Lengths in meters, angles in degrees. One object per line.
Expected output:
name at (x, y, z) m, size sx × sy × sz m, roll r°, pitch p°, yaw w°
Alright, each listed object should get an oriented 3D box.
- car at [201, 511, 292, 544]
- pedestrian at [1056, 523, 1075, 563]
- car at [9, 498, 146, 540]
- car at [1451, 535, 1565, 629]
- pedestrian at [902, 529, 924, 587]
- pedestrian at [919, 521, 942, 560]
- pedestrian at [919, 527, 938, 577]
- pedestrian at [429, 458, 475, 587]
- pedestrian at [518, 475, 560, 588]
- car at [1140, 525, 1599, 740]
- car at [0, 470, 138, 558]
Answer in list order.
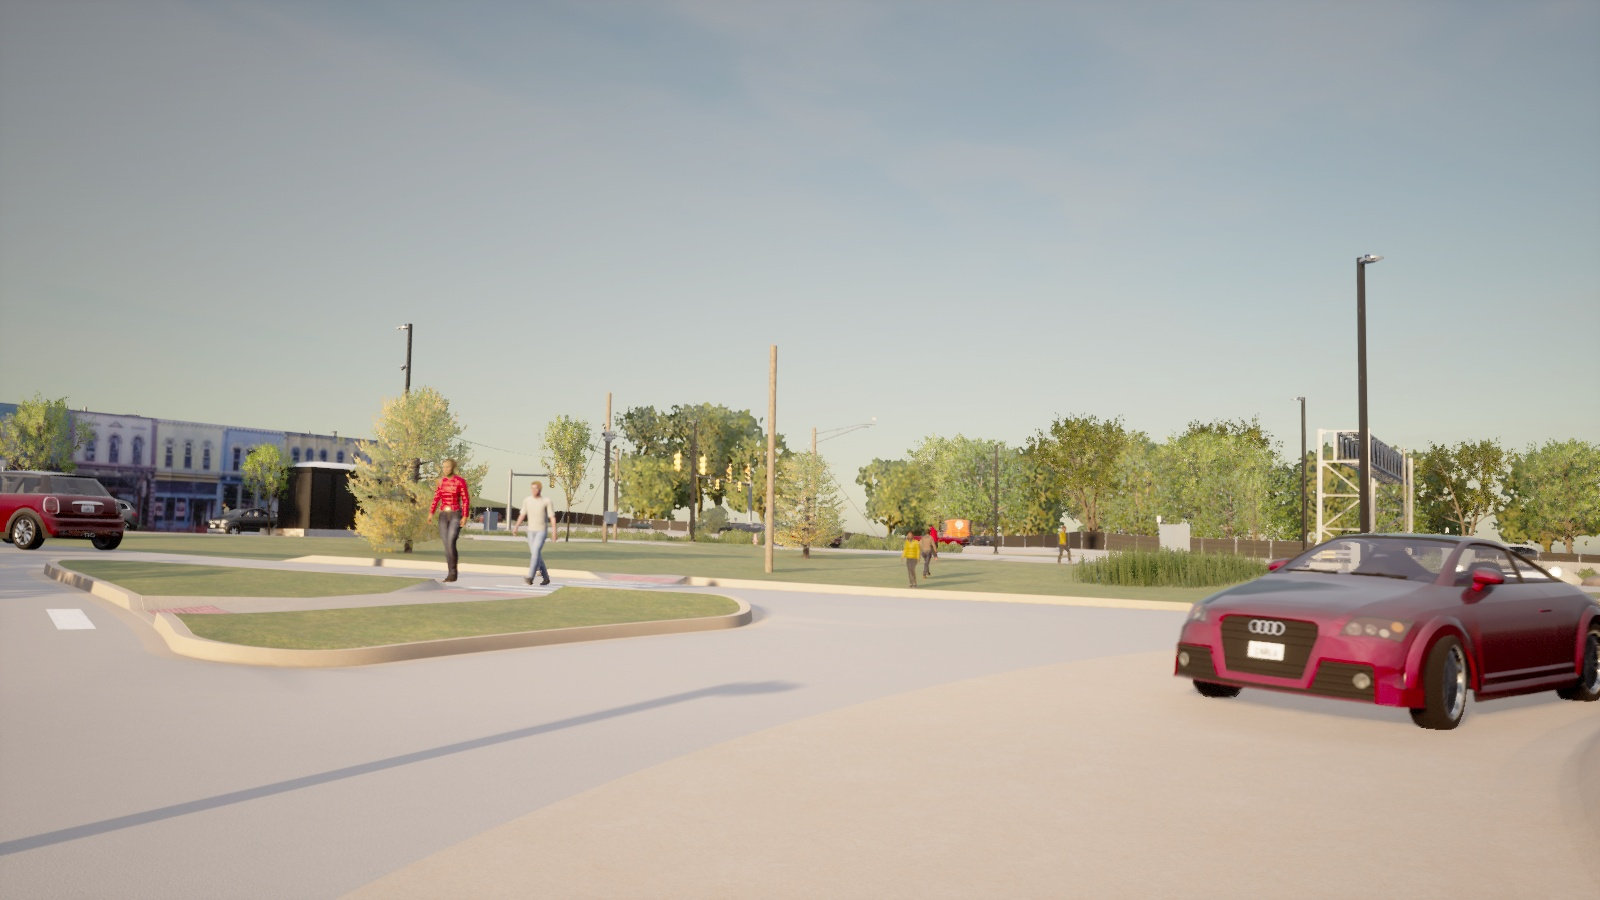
car at (-27.426, 3.860, 62.342) m, size 1.789 × 1.549 × 3.705 m, roll -2°, pitch -6°, yaw 31°
pedestrian at (12.127, 4.241, 57.345) m, size 0.431 × 1.840 × 0.709 m, roll 4°, pitch -6°, yaw -41°
car at (-31.713, 3.074, 55.251) m, size 2.242 × 1.667 × 4.611 m, roll -2°, pitch -6°, yaw 31°
car at (11.264, 2.089, 19.958) m, size 1.481 × 1.376 × 2.207 m, roll -2°, pitch -7°, yaw 31°
pedestrian at (3.648, 3.488, 40.524) m, size 0.431 × 1.840 × 0.709 m, roll -2°, pitch -5°, yaw 28°
pedestrian at (6.272, 4.329, 60.164) m, size 0.634 × 1.844 × 0.899 m, roll 4°, pitch -6°, yaw -41°
pedestrian at (4.652, 3.685, 45.437) m, size 0.328 × 1.805 × 0.869 m, roll -2°, pitch -5°, yaw 29°
pedestrian at (-5.079, 1.061, 18.331) m, size 0.331 × 1.846 × 0.636 m, roll 0°, pitch -4°, yaw 12°
pedestrian at (-4.352, 1.360, 20.943) m, size 0.354 × 1.836 × 0.706 m, roll -1°, pitch -4°, yaw 16°
car at (4.946, 1.344, 10.403) m, size 4.181 × 1.385 × 1.994 m, roll 3°, pitch -4°, yaw -38°
car at (-17.203, 1.381, 27.682) m, size 4.553 × 1.767 × 2.097 m, roll 1°, pitch -4°, yaw 23°
